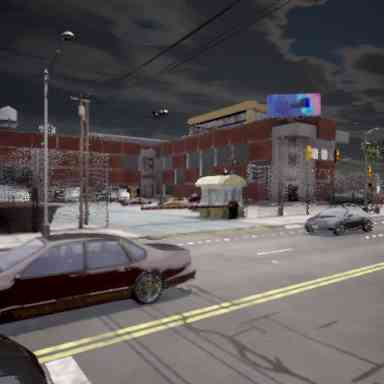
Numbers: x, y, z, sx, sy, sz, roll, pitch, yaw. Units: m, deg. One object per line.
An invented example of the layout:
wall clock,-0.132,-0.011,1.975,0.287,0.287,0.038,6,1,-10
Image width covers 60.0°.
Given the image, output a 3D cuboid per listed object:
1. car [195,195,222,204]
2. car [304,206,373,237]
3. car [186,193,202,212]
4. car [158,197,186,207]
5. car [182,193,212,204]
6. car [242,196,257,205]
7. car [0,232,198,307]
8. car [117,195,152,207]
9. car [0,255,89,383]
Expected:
car,3.216,1.431,63.932,4.786,1.482,2.161,0,0,-36
car,8.235,1.540,18.459,4.674,1.442,1.812,0,0,-35
car,2.128,1.273,36.725,4.553,1.767,2.185,0,0,-36
car,-2.351,1.424,42.863,4.193,1.474,1.816,0,0,-36
car,1.016,1.261,66.653,5.566,2.045,2.435,0,0,-36
car,9.030,1.453,55.789,4.674,1.452,2.002,0,0,-36
car,-2.444,1.549,6.548,5.357,1.411,2.033,0,0,-36
car,-8.614,1.592,51.295,4.718,1.301,1.895,0,0,-36
car,-3.216,1.490,1.450,4.902,1.511,2.128,0,0,-36
